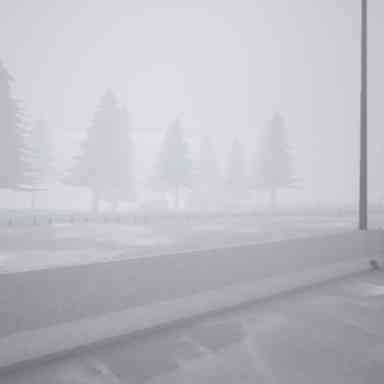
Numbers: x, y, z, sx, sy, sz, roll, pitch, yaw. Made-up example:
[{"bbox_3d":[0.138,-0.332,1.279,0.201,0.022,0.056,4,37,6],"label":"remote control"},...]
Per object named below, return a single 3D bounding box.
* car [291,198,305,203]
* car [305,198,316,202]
[{"bbox_3d":[28.228,2.267,90.148,2.128,1.511,4.902,0,0,3],"label":"car"},{"bbox_3d":[31.706,2.266,89.470,1.837,1.490,4.892,0,0,0],"label":"car"}]
